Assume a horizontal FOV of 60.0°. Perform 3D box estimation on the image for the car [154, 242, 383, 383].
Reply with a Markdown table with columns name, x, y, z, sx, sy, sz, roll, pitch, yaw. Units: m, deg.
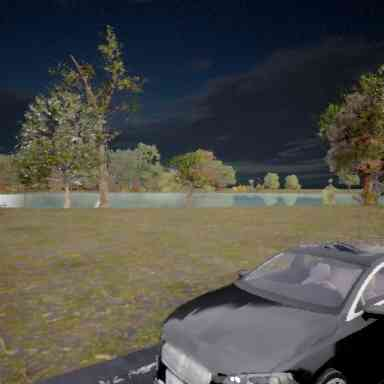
| name | x | y | z | sx | sy | sz | roll | pitch | yaw |
| --- | --- | --- | --- | --- | --- | --- | --- | --- | --- |
| car | 1.863 | 1.490 | 4.401 | 4.902 | 1.511 | 2.128 | 0 | 0 | -36 |
